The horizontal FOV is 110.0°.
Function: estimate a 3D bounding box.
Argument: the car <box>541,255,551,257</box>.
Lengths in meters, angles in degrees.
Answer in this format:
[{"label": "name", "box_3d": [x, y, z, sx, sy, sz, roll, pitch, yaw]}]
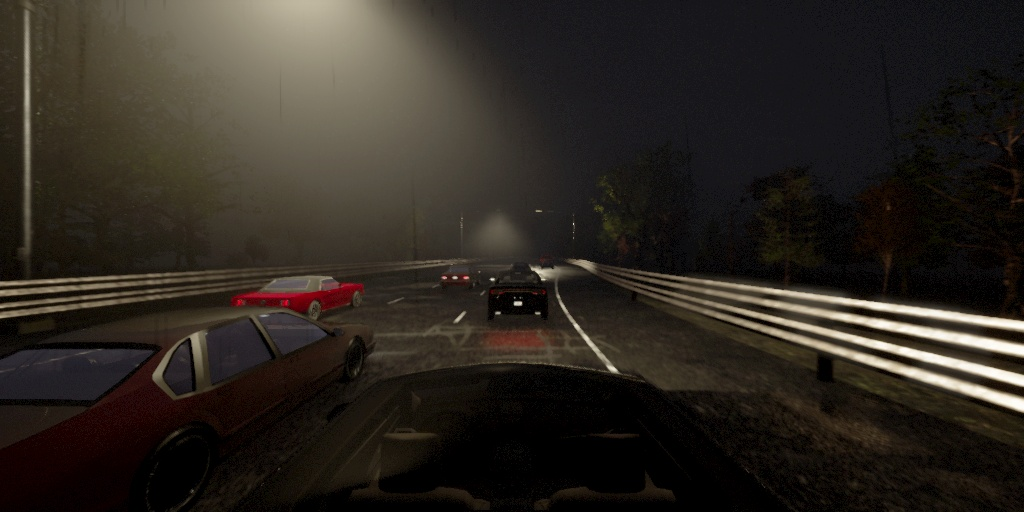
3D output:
[{"label": "car", "box_3d": [5.930, 0.878, 62.719, 2.150, 2.045, 5.566, 0, 0, 4]}]

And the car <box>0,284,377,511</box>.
[{"label": "car", "box_3d": [-3.385, 1.290, 4.045, 2.033, 1.411, 5.357, 0, 0, 0]}]

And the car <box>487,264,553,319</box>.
[{"label": "car", "box_3d": [0.209, 1.205, 12.747, 1.882, 1.535, 5.008, 0, 0, 1]}]

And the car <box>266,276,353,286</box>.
[{"label": "car", "box_3d": [-6.807, 1.325, 12.140, 1.895, 1.301, 4.718, 0, 0, 1]}]

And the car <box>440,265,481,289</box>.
[{"label": "car", "box_3d": [-3.093, 1.254, 22.364, 2.033, 1.411, 5.357, 0, 0, 2]}]

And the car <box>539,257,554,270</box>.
[{"label": "car", "box_3d": [5.066, 1.219, 51.323, 2.033, 1.411, 5.357, 0, 0, 5]}]

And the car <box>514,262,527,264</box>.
[{"label": "car", "box_3d": [0.822, 1.254, 33.835, 1.994, 1.385, 4.181, 0, 0, 2]}]
